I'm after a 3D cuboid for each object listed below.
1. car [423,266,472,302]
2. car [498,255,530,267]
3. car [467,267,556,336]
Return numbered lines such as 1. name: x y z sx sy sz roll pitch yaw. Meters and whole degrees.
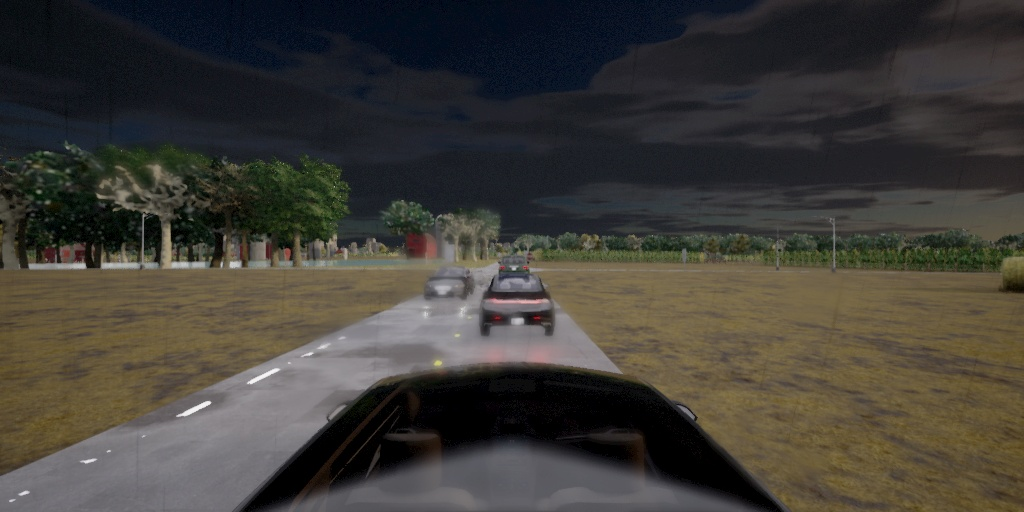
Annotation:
1. car: -2.828 1.230 17.054 2.128 1.511 4.902 0 0 0
2. car: 0.136 0.952 26.564 2.150 2.045 5.566 0 0 0
3. car: 0.116 1.236 10.364 2.128 1.511 4.902 0 0 0
